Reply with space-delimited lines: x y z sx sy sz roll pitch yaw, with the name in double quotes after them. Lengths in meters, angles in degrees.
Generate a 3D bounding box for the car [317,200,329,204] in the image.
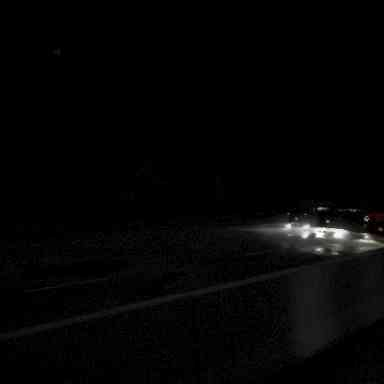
25.612 2.346 65.161 1.812 1.442 4.674 0 -1 11 "car"

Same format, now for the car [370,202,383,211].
29.545 2.258 52.297 1.994 1.385 4.181 0 -1 18 "car"

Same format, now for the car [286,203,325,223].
9.888 1.920 29.093 1.895 1.301 4.718 0 -1 36 "car"

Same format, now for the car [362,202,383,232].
12.276 1.602 20.899 2.097 1.767 4.553 0 -1 39 "car"

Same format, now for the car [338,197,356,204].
28.489 2.040 61.413 2.150 2.045 5.566 0 -1 12 "car"

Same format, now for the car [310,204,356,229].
10.492 1.834 24.196 1.994 1.385 4.181 0 -1 39 "car"
